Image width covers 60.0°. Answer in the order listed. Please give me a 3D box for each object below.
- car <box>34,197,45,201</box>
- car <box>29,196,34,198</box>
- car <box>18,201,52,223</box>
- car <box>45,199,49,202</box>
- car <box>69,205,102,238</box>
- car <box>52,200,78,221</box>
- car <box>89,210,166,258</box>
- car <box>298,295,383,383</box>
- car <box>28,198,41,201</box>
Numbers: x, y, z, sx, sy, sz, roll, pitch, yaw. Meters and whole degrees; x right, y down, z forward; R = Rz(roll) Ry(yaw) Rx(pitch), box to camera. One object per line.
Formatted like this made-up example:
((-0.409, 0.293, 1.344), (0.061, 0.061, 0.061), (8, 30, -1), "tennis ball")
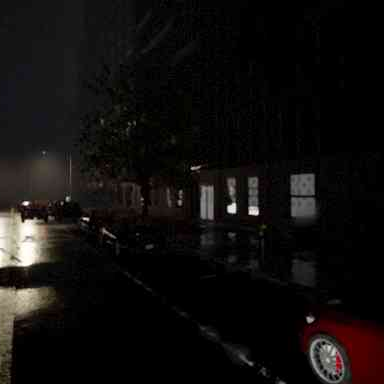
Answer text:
((-23.869, 1.709, 53.212), (1.887, 1.381, 4.507), (0, 0, -28), "car")
((-31.902, 1.757, 68.281), (1.947, 1.339, 4.313), (0, 0, -28), "car")
((-12.718, 1.696, 26.754), (1.895, 1.301, 4.718), (0, 0, -28), "car")
((-13.157, 1.553, 33.119), (1.967, 1.590, 4.097), (0, 0, -28), "car")
((-5.124, 1.619, 18.049), (2.008, 1.369, 4.403), (0, 0, -28), "car")
((-10.479, 1.539, 28.096), (1.967, 1.590, 4.097), (0, 0, -28), "car")
((-2.446, 1.602, 13.026), (2.008, 1.369, 4.403), (0, 0, -28), "car")
((2.910, 1.591, 2.979), (1.802, 1.307, 4.206), (0, 0, -28), "car")
((-19.324, 1.695, 39.140), (1.994, 1.385, 4.181), (0, 0, -28), "car")
